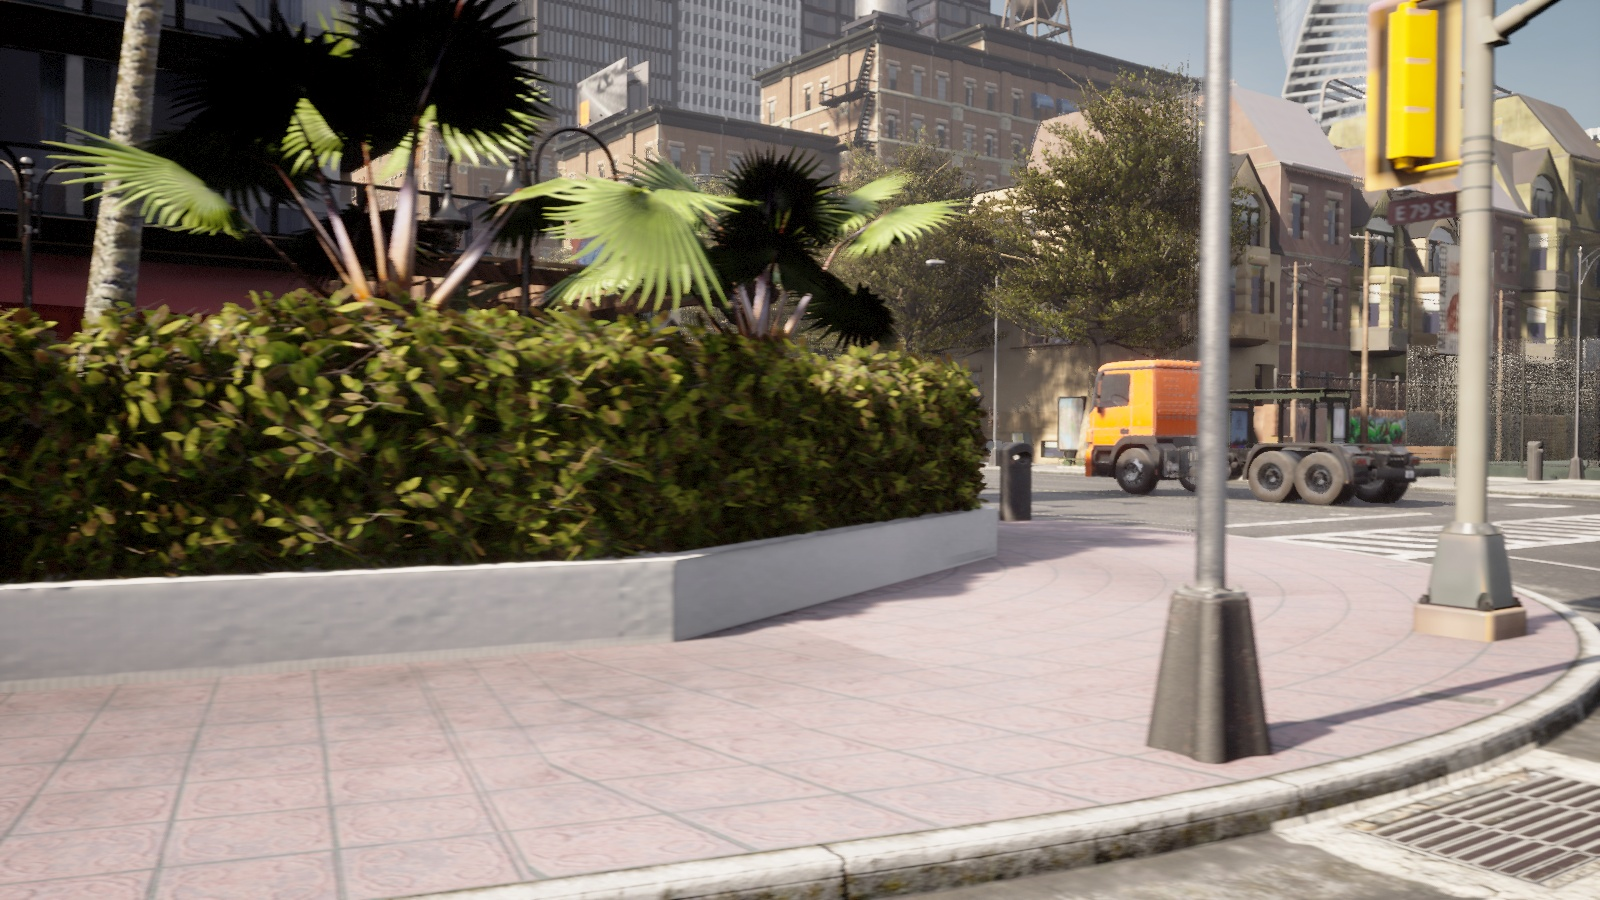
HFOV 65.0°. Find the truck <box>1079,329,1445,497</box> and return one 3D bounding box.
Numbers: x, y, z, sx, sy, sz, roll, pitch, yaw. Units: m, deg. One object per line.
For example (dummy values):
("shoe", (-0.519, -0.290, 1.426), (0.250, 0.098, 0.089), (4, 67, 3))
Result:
("truck", (10.688, -0.814, 30.005), (2.891, 3.462, 7.936), (-1, 1, -35))
